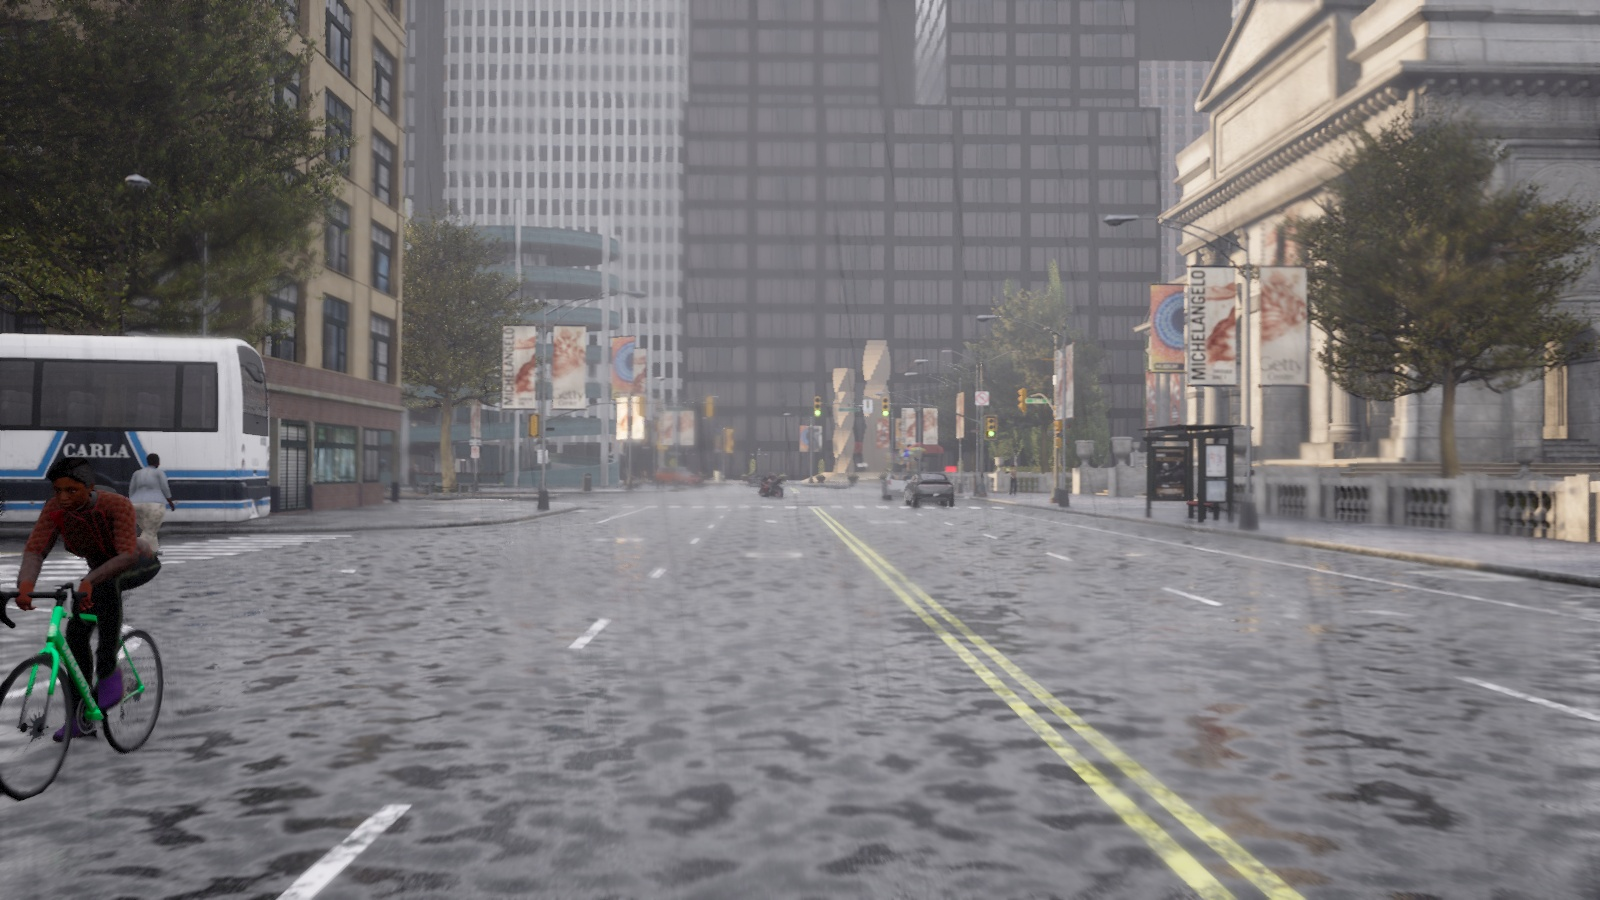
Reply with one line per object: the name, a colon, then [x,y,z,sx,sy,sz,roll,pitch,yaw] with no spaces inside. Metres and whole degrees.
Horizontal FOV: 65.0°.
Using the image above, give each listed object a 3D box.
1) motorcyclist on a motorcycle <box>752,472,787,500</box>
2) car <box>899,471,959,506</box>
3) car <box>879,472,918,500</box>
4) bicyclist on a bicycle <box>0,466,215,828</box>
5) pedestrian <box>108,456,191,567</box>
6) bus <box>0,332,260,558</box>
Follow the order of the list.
motorcyclist on a motorcycle: [-1.755,2.070,72.374,0.866,1.530,2.191,0,-1,-39]
car: [5.767,1.694,56.705,2.128,1.511,4.902,0,-1,-1]
car: [5.471,1.976,70.055,1.845,1.501,3.633,0,-1,-1]
bicyclist on a bicycle: [-3.662,0.893,6.459,0.582,1.620,1.656,0,-1,-2]
pedestrian: [-11.059,1.030,21.378,0.874,1.855,0.900,0,-1,11]
bus: [-16.745,-0.062,25.264,10.273,4.253,3.944,0,-1,-13]
